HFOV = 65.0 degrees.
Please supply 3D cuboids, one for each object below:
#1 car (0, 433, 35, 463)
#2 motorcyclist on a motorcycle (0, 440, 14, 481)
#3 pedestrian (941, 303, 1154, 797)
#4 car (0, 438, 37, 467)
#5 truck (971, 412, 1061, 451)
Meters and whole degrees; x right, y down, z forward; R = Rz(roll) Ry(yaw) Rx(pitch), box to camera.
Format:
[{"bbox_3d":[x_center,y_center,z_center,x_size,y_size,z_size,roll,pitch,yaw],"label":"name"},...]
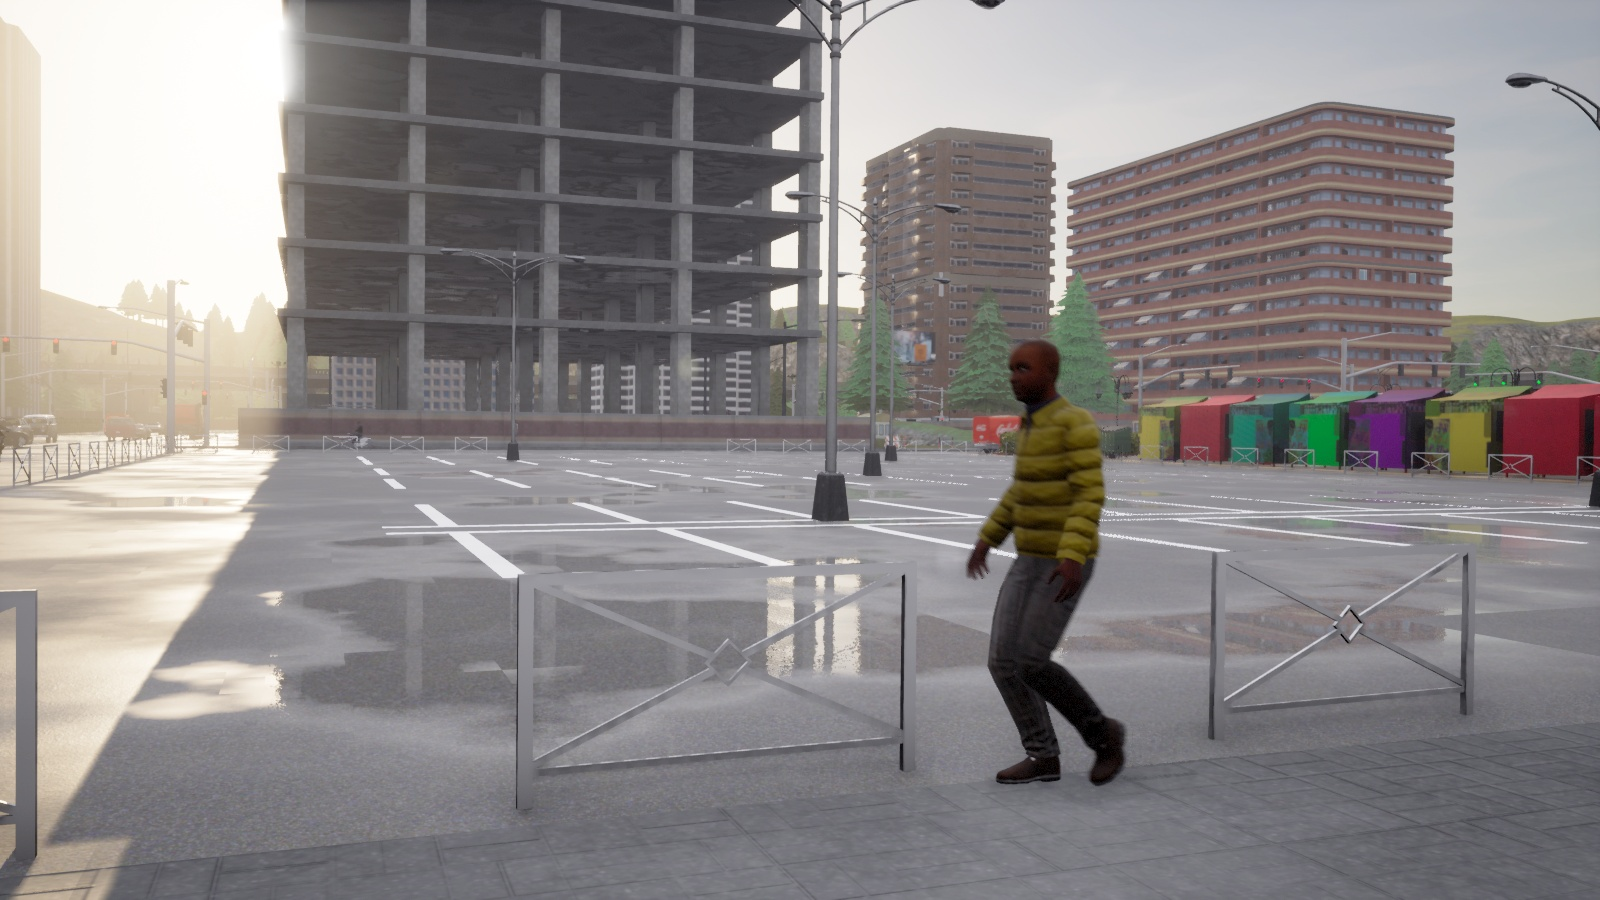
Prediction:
[{"bbox_3d":[-51.124,-0.155,81.270,1.932,1.855,4.605,-1,1,-21],"label":"car"},{"bbox_3d":[-30.371,0.392,47.284,0.866,1.530,2.191,-1,1,-21],"label":"motorcyclist on a motorcycle"},{"bbox_3d":[0.974,0.365,4.955,0.726,1.835,0.370,-1,1,-21],"label":"pedestrian"},{"bbox_3d":[-43.842,0.148,67.643,1.837,1.490,4.892,0,1,11],"label":"car"},{"bbox_3d":[14.175,-1.238,82.412,5.204,2.467,2.627,-1,1,-21],"label":"truck"}]
